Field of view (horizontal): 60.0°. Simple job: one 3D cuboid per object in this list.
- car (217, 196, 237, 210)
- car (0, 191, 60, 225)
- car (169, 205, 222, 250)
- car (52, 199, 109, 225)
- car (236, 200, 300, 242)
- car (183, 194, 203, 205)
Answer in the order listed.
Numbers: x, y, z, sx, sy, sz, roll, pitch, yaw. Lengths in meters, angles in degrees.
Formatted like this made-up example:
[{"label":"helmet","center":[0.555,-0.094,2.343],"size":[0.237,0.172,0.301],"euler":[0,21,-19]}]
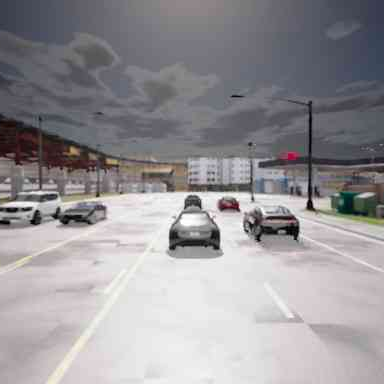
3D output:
[{"label":"car","center":[3.598,1.120,33.485],"size":[1.994,1.385,4.181],"euler":[0,1,0]},{"label":"car","center":[-10.511,0.984,22.105],"size":[2.150,2.045,5.566],"euler":[0,1,0]},{"label":"car","center":[0.096,1.455,13.912],"size":[1.994,1.385,4.181],"euler":[0,1,0]},{"label":"car","center":[-7.009,1.308,22.177],"size":[2.033,1.411,5.357],"euler":[0,1,0]},{"label":"car","center":[3.596,1.357,15.727],"size":[2.128,1.511,4.902],"euler":[0,1,0]},{"label":"car","center":[0.105,1.026,35.357],"size":[1.837,1.490,4.892],"euler":[0,1,0]}]
